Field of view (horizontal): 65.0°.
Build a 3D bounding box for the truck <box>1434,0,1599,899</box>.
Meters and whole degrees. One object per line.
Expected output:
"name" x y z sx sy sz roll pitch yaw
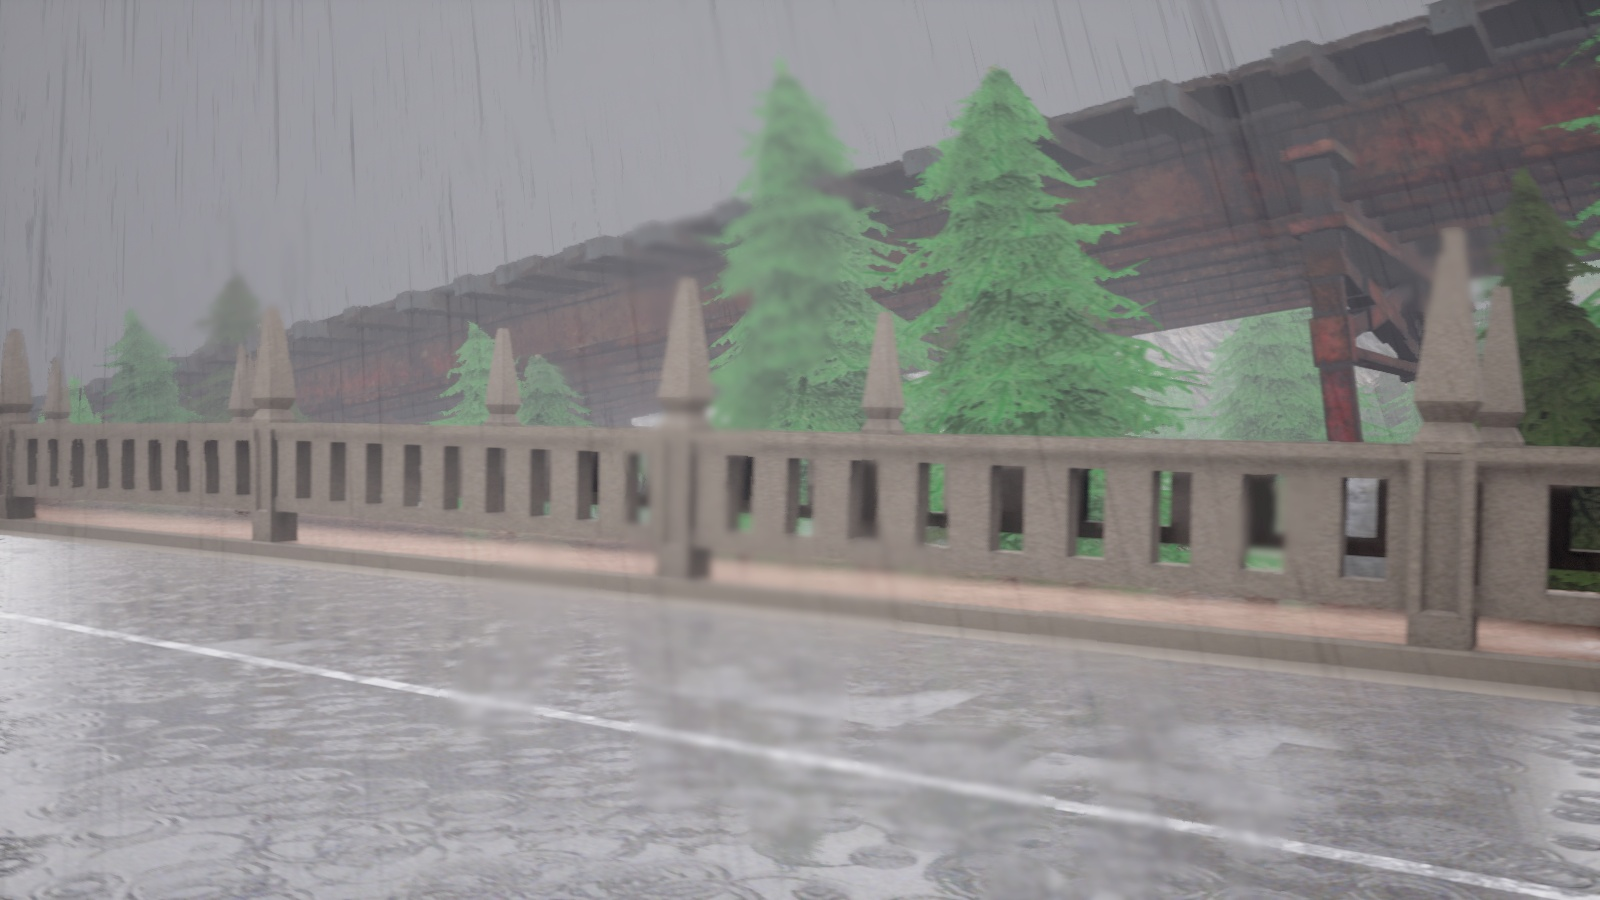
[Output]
"truck" 5.031 -0.472 0.257 8.468 3.827 2.891 0 1 34
